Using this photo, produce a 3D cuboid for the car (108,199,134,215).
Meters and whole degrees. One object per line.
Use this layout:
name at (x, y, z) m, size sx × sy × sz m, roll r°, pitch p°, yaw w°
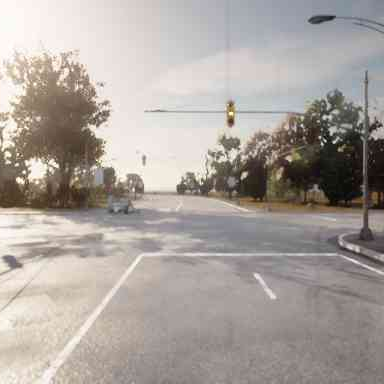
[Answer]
car at (-7.093, 1.437, 33.604) m, size 2.128 × 1.511 × 4.902 m, roll 0°, pitch 0°, yaw 0°
